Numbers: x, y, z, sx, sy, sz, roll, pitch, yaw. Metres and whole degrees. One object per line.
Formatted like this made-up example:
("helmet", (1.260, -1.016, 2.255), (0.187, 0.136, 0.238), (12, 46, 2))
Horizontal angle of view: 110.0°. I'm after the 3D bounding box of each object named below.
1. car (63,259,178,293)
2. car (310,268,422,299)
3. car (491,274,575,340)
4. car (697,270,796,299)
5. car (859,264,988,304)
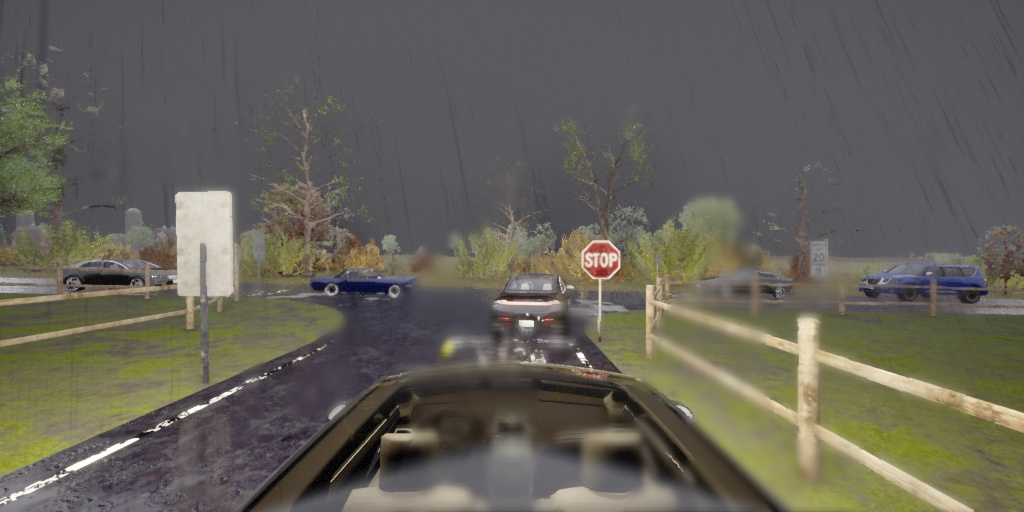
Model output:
("car", (-18.490, 0.885, 17.154), (4.902, 1.511, 2.128), (1, 1, 0))
("car", (-6.822, 1.248, 17.138), (4.718, 1.301, 1.895), (1, 1, 0))
("car", (0.706, 1.240, 10.107), (2.128, 1.511, 4.902), (0, 0, 9))
("car", (13.003, 1.525, 20.065), (4.902, 1.511, 2.128), (1, 1, 0))
("car", (22.899, 1.466, 20.054), (5.566, 2.045, 2.150), (1, 1, 0))
